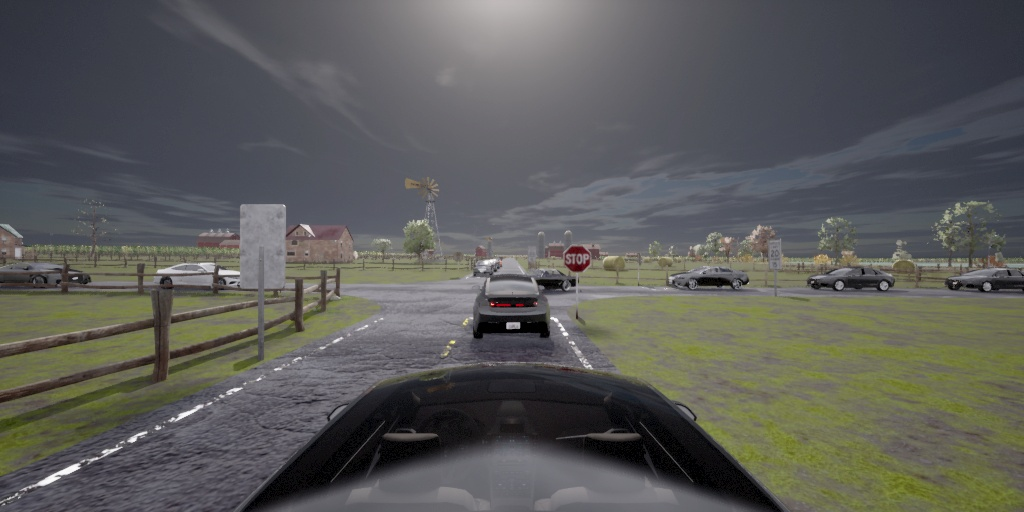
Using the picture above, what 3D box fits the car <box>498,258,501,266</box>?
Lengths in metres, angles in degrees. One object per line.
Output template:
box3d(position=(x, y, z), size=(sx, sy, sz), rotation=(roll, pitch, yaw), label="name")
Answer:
box3d(position=(-2.872, 1.241, 46.285), size=(2.128, 1.511, 4.902), rotation=(0, 0, 0), label="car")

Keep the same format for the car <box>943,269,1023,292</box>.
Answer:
box3d(position=(31.692, 1.587, 23.734), size=(4.892, 1.490, 1.837), rotation=(1, -1, -1), label="car")

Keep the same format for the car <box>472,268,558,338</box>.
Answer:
box3d(position=(-0.078, 1.256, 10.154), size=(1.837, 1.490, 4.892), rotation=(0, 0, -3), label="car")

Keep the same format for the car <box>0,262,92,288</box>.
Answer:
box3d(position=(-26.372, 1.048, 19.977), size=(4.181, 1.385, 1.994), rotation=(1, -1, -1), label="car")

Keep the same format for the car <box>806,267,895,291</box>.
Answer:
box3d(position=(22.190, 1.499, 23.609), size=(4.892, 1.490, 1.837), rotation=(1, -1, -1), label="car")

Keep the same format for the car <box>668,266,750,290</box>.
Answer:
box3d(position=(12.788, 1.397, 23.434), size=(4.902, 1.511, 2.128), rotation=(1, -1, -2), label="car")

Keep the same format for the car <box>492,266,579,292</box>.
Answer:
box3d(position=(1.491, 1.369, 20.201), size=(4.718, 1.301, 1.895), rotation=(1, 0, -35), label="car")

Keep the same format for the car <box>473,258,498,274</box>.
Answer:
box3d(position=(-2.875, 1.243, 36.839), size=(2.128, 1.511, 4.902), rotation=(0, 0, 0), label="car")

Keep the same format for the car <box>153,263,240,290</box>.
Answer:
box3d(position=(-17.252, 1.104, 20.103), size=(4.674, 1.442, 1.812), rotation=(1, -1, -1), label="car")
